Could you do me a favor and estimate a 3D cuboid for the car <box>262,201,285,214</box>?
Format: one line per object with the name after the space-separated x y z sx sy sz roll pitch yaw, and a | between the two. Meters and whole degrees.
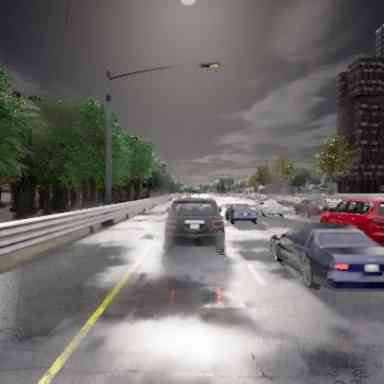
7.087 1.520 30.809 1.812 1.442 4.674 0 0 0 | car

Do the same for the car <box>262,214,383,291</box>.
3.579 1.558 9.119 2.033 1.411 5.357 0 0 0 | car

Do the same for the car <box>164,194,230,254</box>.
0.091 1.234 13.641 2.150 2.045 5.566 0 0 0 | car

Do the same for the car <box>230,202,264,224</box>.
3.580 1.552 24.780 2.033 1.411 5.357 0 0 0 | car

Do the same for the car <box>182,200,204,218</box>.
0.088 1.520 30.837 1.812 1.442 4.674 0 0 0 | car

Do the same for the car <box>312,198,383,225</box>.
7.092 1.234 13.542 2.150 2.045 5.566 0 0 0 | car

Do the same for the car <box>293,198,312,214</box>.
10.585 1.349 29.474 2.097 1.767 4.553 0 0 0 | car
